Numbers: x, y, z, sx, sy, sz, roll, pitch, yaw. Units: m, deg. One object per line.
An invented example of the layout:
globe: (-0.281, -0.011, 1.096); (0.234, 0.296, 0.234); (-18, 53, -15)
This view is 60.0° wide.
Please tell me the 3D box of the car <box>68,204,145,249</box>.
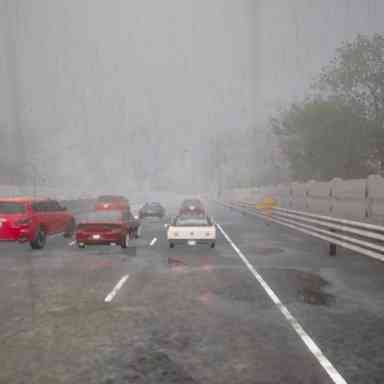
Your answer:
car: (-3.500, 1.488, 14.650); (1.882, 1.535, 5.008); (0, 0, 0)

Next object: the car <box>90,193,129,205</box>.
car: (-7.000, 1.275, 29.681); (2.150, 2.045, 5.566); (0, 0, 0)

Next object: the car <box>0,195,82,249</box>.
car: (-7.000, 1.261, 14.680); (2.150, 2.045, 5.566); (0, 0, 0)

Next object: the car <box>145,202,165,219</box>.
car: (-3.500, 1.590, 29.650); (1.994, 1.385, 4.181); (0, 0, 0)

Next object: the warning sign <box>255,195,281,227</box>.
warning sign: (4.549, 1.121, 19.907); (1.300, 1.860, 1.060); (0, 0, 0)

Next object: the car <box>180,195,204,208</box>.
car: (0.000, 1.383, 29.621); (2.097, 1.767, 4.553); (0, 0, 0)

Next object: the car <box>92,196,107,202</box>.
car: (-21.000, 1.602, 75.958); (2.033, 1.411, 5.357); (0, 0, 0)

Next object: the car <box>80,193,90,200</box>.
car: (-24.500, 1.288, 75.928); (2.150, 2.045, 5.566); (0, 0, 0)

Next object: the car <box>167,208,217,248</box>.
car: (0.000, 1.620, 14.680); (1.895, 1.301, 4.718); (0, 0, 0)

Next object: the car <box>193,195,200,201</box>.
car: (1.225, 1.602, 90.096); (1.801, 1.575, 5.366); (0, 0, 0)
